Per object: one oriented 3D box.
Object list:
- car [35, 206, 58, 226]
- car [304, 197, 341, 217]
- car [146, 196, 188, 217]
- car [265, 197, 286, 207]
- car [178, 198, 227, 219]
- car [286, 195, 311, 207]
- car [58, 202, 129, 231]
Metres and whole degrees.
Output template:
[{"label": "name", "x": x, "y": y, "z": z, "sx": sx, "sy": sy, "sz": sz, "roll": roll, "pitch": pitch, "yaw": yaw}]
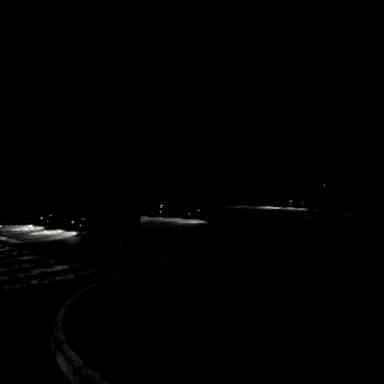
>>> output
[{"label": "car", "x": -7.905, "y": 1.391, "z": 21.748, "sx": 1.994, "sy": 1.385, "sz": 4.181, "roll": 1, "pitch": 1, "yaw": 38}, {"label": "car", "x": 12.857, "y": 1.480, "z": 32.035, "sx": 1.882, "sy": 1.535, "sz": 5.008, "roll": 1, "pitch": 1, "yaw": 38}, {"label": "car", "x": -1.901, "y": 1.174, "z": 29.361, "sx": 2.097, "sy": 1.767, "sz": 4.553, "roll": 1, "pitch": 1, "yaw": 38}, {"label": "car", "x": 11.998, "y": 1.364, "z": 46.912, "sx": 1.994, "sy": 1.385, "sz": 4.181, "roll": 1, "pitch": 1, "yaw": 39}, {"label": "car", "x": 1.204, "y": 1.408, "z": 28.061, "sx": 1.812, "sy": 1.442, "sz": 4.674, "roll": 1, "pitch": 2, "yaw": 38}, {"label": "car", "x": 15.119, "y": 1.213, "z": 45.600, "sx": 2.097, "sy": 1.767, "sz": 4.553, "roll": 1, "pitch": 1, "yaw": 39}, {"label": "car", "x": -5.311, "y": 1.454, "z": 19.789, "sx": 1.994, "sy": 1.385, "sz": 4.181, "roll": 1, "pitch": 1, "yaw": 38}]
